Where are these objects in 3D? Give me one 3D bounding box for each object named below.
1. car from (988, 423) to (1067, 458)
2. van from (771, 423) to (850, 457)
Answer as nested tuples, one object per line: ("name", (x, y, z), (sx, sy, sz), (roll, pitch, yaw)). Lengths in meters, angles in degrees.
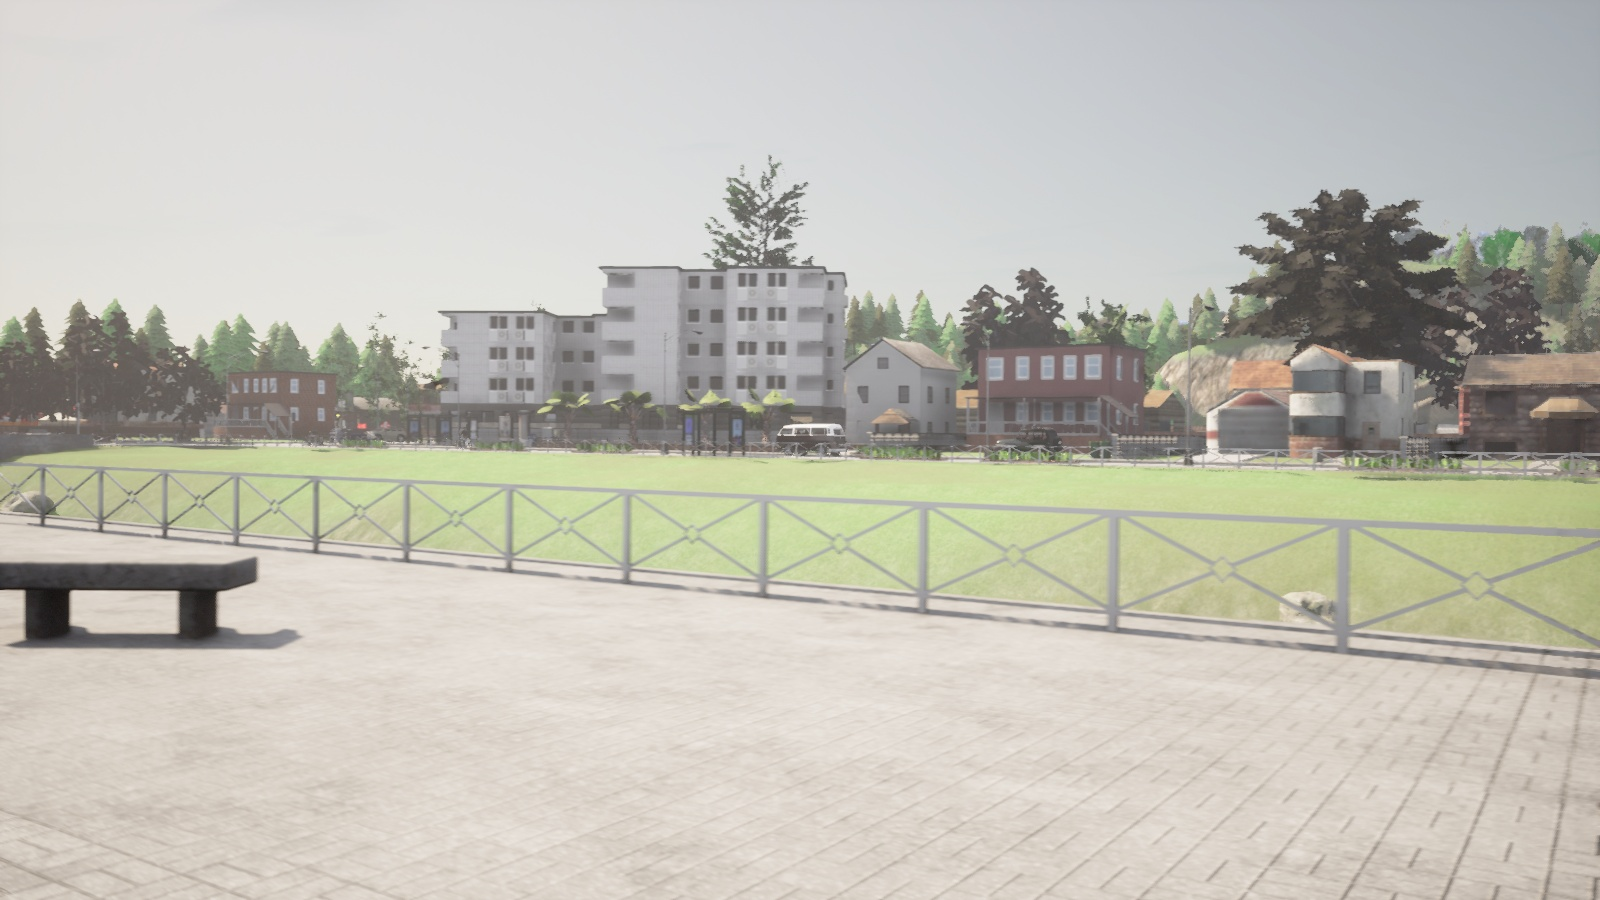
("car", (12.637, -0.541, 69.888), (3.866, 1.878, 1.905), (0, 1, 34))
("van", (0.663, -0.614, 77.845), (4.480, 2.038, 2.069), (0, 1, 34))
